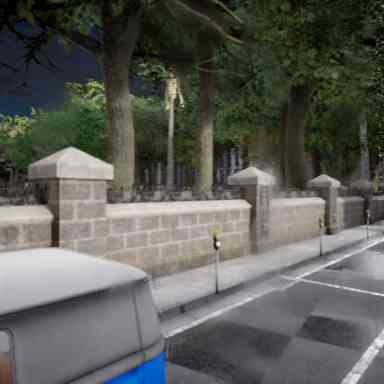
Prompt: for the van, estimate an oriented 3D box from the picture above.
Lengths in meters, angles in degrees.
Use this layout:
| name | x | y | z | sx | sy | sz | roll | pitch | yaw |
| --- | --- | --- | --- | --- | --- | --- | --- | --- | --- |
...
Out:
| name | x | y | z | sx | sy | sz | roll | pitch | yaw |
| --- | --- | --- | --- | --- | --- | --- | --- | --- | --- |
| van | -1.925 | 1.330 | 1.462 | 1.690 | 1.788 | 3.998 | 0 | 0 | 42 |
